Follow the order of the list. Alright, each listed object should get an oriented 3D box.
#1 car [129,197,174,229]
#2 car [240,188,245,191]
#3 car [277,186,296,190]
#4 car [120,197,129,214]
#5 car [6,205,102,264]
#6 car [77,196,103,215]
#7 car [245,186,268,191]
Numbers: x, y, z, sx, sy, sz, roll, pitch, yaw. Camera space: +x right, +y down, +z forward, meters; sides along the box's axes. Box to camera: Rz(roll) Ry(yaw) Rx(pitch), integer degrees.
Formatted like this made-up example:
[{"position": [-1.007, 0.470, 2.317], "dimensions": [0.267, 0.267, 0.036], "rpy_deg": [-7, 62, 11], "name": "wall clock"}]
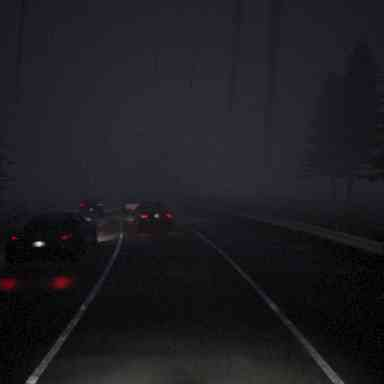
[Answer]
[{"position": [-2.285, 1.189, 18.800], "dimensions": [2.033, 1.411, 5.357], "rpy_deg": [0, 1, -13], "name": "car"}, {"position": [14.998, -0.392, 90.596], "dimensions": [4.553, 1.767, 2.097], "rpy_deg": [-1, 1, -28], "name": "car"}, {"position": [22.884, -0.259, 83.143], "dimensions": [4.553, 1.767, 2.097], "rpy_deg": [-1, 1, -32], "name": "car"}, {"position": [-4.963, 1.069, 28.105], "dimensions": [1.895, 1.301, 4.718], "rpy_deg": [0, 1, -18], "name": "car"}, {"position": [-4.426, 1.356, 11.064], "dimensions": [1.994, 1.385, 4.181], "rpy_deg": [0, 1, -7], "name": "car"}, {"position": [-8.003, 1.035, 26.108], "dimensions": [1.812, 1.442, 4.674], "rpy_deg": [0, 1, -19], "name": "car"}, {"position": [17.687, -0.478, 88.115], "dimensions": [5.566, 2.045, 2.150], "rpy_deg": [-1, 1, -28], "name": "car"}]
